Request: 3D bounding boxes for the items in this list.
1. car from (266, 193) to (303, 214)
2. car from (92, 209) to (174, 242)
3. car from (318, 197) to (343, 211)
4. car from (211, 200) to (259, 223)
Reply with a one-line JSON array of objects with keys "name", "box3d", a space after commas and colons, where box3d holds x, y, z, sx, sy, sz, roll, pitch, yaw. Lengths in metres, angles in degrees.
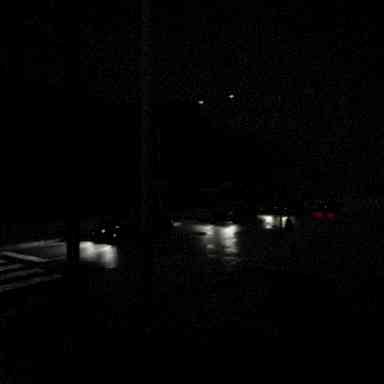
[{"name": "car", "box3d": [9.456, 1.075, 33.517, 2.150, 2.045, 5.566, 0, 0, 36]}, {"name": "car", "box3d": [-2.777, 1.533, 16.347, 1.994, 1.385, 4.181, 0, 0, 35]}, {"name": "car", "box3d": [15.367, 1.312, 36.752, 2.128, 1.511, 4.902, 0, 0, 35]}, {"name": "car", "box3d": [3.297, 1.381, 24.878, 1.882, 1.535, 5.008, 0, 0, 35]}]
